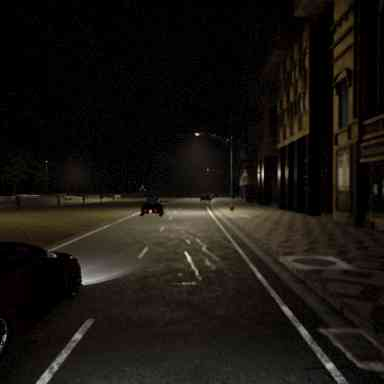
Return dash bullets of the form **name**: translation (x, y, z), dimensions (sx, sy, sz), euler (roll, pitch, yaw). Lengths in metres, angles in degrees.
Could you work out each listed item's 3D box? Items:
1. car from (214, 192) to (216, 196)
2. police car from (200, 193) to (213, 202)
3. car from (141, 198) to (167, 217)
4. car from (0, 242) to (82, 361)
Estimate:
- **car**: translation (4.283, 1.116, 83.890), dimensions (1.882, 1.535, 5.008), euler (0, 0, 7)
- **police car**: translation (2.747, 1.102, 68.276), dimensions (1.930, 1.638, 5.238), euler (0, 0, 5)
- **car**: translation (-3.350, 1.318, 29.436), dimensions (1.837, 1.490, 4.892), euler (0, 0, 0)
- **car**: translation (-3.395, 1.523, 5.599), dimensions (1.994, 1.385, 4.181), euler (0, 0, 0)
